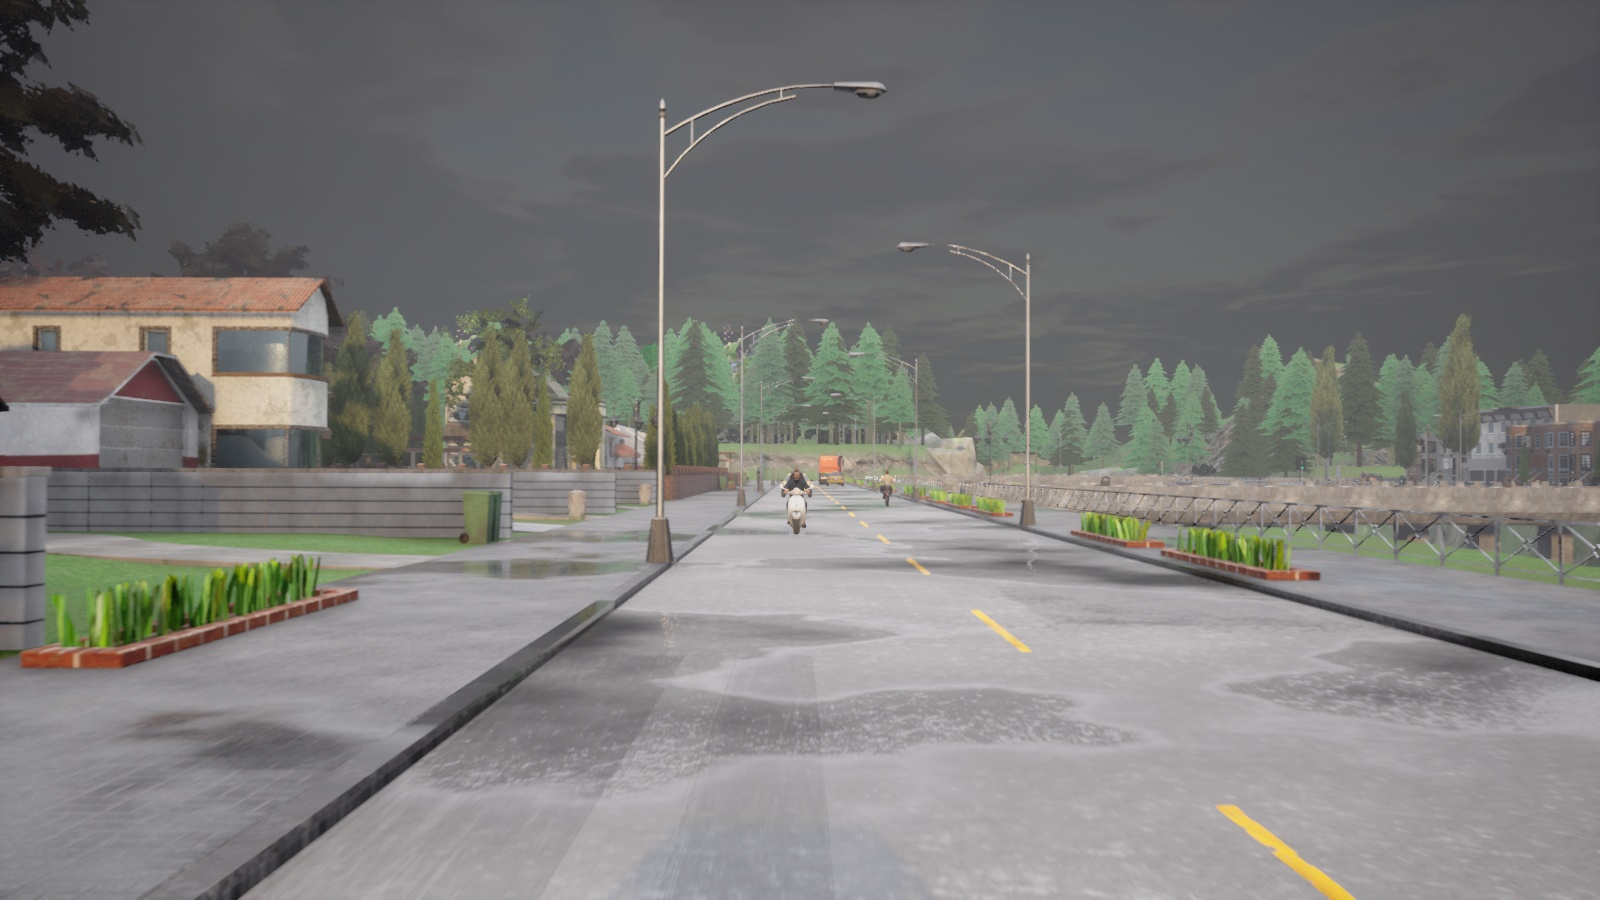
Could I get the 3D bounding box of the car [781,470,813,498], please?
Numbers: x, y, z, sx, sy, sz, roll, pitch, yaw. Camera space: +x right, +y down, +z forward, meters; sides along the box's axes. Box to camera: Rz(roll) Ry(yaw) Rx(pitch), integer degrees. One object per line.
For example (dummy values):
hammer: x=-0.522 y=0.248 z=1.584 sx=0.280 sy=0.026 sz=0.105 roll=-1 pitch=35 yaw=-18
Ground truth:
car: x=-0.177 y=2.014 z=75.254 sx=1.801 sy=1.575 sz=5.366 roll=0 pitch=-1 yaw=0

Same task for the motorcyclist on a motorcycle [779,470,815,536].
motorcyclist on a motorcycle: x=-0.074 y=1.292 z=31.262 sx=0.866 sy=1.590 sz=1.817 roll=0 pitch=-1 yaw=0
